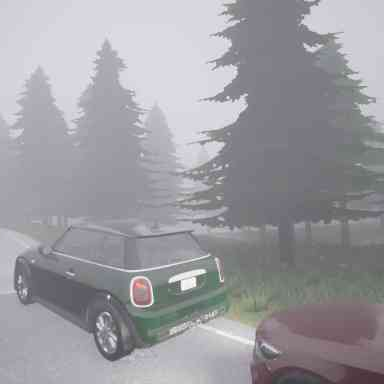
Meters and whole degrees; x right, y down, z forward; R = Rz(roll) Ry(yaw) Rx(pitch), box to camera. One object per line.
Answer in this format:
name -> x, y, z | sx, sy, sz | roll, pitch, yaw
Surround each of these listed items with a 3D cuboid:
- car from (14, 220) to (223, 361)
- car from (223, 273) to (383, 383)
car -> -1.577, 1.308, 6.221 | 4.553, 1.767, 2.097 | 1, 1, 44
car -> 2.748, 1.531, 2.595 | 4.674, 1.442, 1.812 | 1, 0, 36
